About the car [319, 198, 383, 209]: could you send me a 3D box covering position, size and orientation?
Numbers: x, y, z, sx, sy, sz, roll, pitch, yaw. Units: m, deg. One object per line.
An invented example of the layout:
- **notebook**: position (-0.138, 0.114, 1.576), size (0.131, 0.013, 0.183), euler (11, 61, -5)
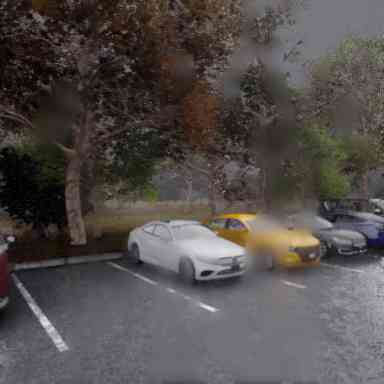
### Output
- **car**: position (8.782, 1.338, 16.292), size (2.435, 2.045, 5.566), euler (0, 0, -36)

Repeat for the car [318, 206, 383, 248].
- **car**: position (6.478, 1.601, 14.718), size (2.163, 1.488, 4.792), euler (0, 0, -35)

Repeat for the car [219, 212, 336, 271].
- **car**: position (1.959, 1.535, 11.465), size (2.097, 1.535, 5.008), euler (0, 0, -36)

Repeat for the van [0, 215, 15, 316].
- **van**: position (-4.770, 1.252, 6.515), size (1.878, 1.987, 4.442), euler (0, 0, -36)

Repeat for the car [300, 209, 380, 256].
- **car**: position (4.226, 1.554, 13.084), size (2.231, 1.521, 4.892), euler (0, 0, -36)

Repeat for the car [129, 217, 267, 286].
- **car**: position (-0.307, 1.557, 9.845), size (2.002, 1.452, 4.674), euler (0, 0, -36)
